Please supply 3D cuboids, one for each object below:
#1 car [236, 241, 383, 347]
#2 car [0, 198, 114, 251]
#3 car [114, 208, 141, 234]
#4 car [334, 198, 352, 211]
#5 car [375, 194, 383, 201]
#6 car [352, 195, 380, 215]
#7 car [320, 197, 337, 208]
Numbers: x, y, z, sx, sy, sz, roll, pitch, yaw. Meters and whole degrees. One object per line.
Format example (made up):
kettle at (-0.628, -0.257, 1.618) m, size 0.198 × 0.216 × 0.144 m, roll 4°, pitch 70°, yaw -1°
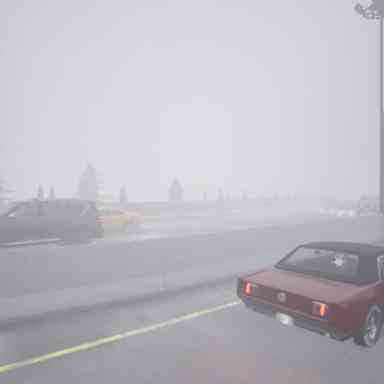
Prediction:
car at (3.114, 1.621, 6.393) m, size 4.718 × 1.301 × 1.895 m, roll 0°, pitch 0°, yaw -39°
car at (-6.127, 1.281, 12.660) m, size 5.566 × 2.045 × 2.150 m, roll 0°, pitch 0°, yaw -38°
car at (-5.168, 1.555, 17.974) m, size 5.008 × 1.535 × 1.882 m, roll 0°, pitch 0°, yaw -41°
car at (20.281, 1.690, 43.060) m, size 1.994 × 1.385 × 4.181 m, roll 0°, pitch 0°, yaw 35°
car at (43.550, 1.301, 76.621) m, size 1.882 × 1.535 × 5.008 m, roll 0°, pitch 0°, yaw 35°
car at (18.442, 1.317, 34.275) m, size 2.150 × 2.045 × 5.566 m, roll 0°, pitch 0°, yaw 35°
car at (20.666, 1.503, 49.757) m, size 2.097 × 1.767 × 4.553 m, roll 0°, pitch 0°, yaw 35°
